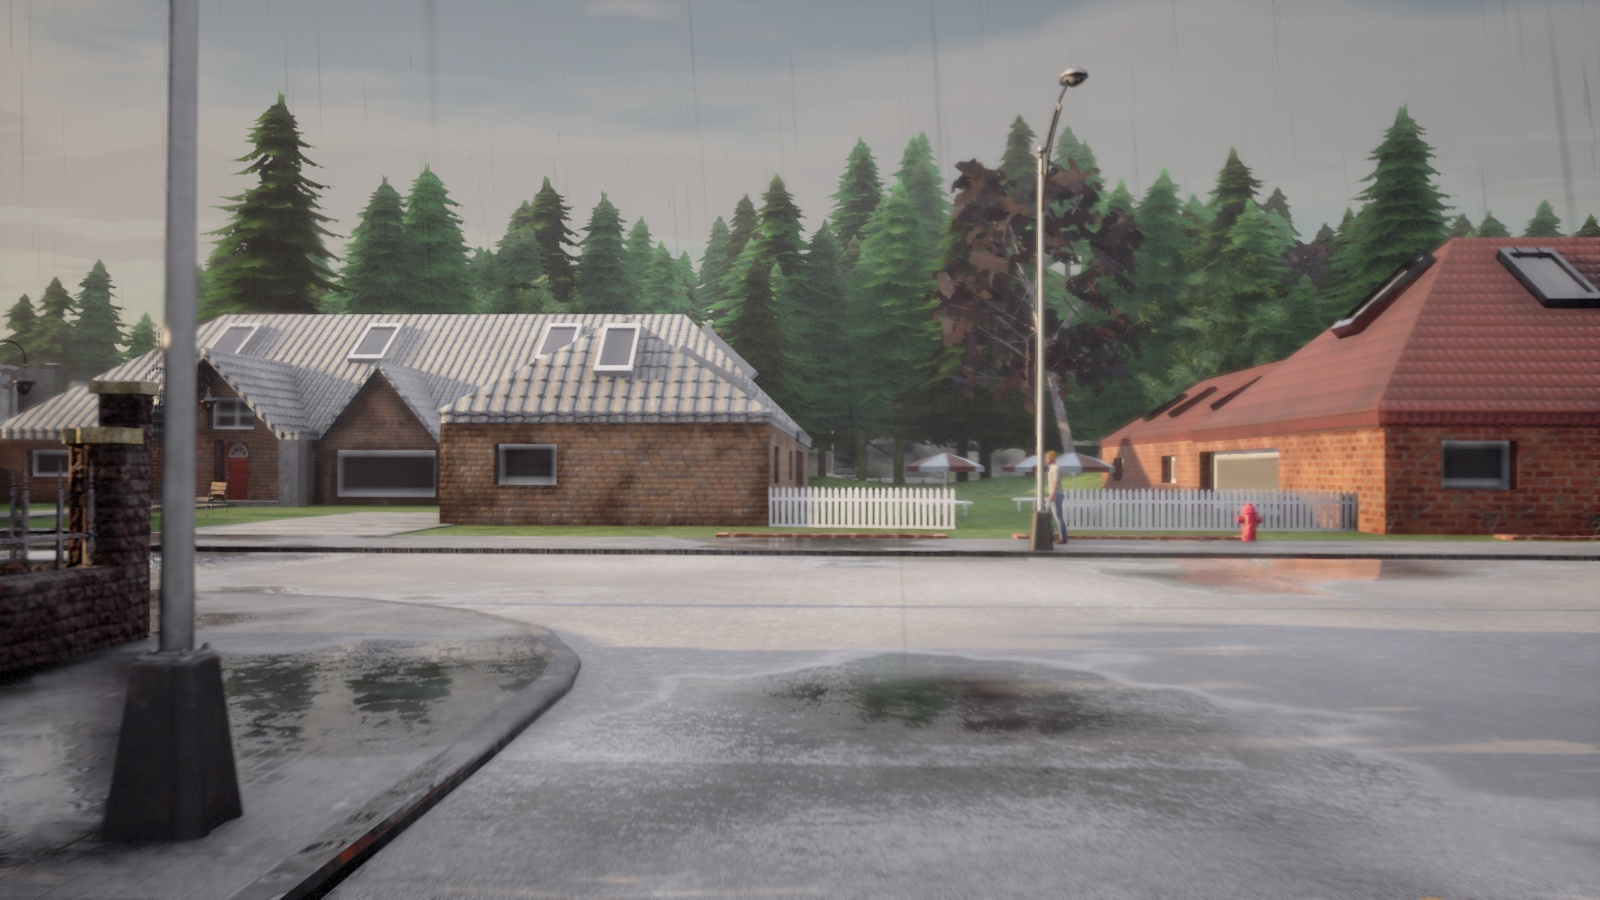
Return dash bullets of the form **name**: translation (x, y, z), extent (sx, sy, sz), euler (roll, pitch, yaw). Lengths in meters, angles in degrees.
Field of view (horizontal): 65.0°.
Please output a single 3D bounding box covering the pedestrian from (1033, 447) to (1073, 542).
- **pedestrian**: translation (4.941, 0.870, 24.555), extent (0.706, 1.836, 0.354), euler (0, -1, 2)
